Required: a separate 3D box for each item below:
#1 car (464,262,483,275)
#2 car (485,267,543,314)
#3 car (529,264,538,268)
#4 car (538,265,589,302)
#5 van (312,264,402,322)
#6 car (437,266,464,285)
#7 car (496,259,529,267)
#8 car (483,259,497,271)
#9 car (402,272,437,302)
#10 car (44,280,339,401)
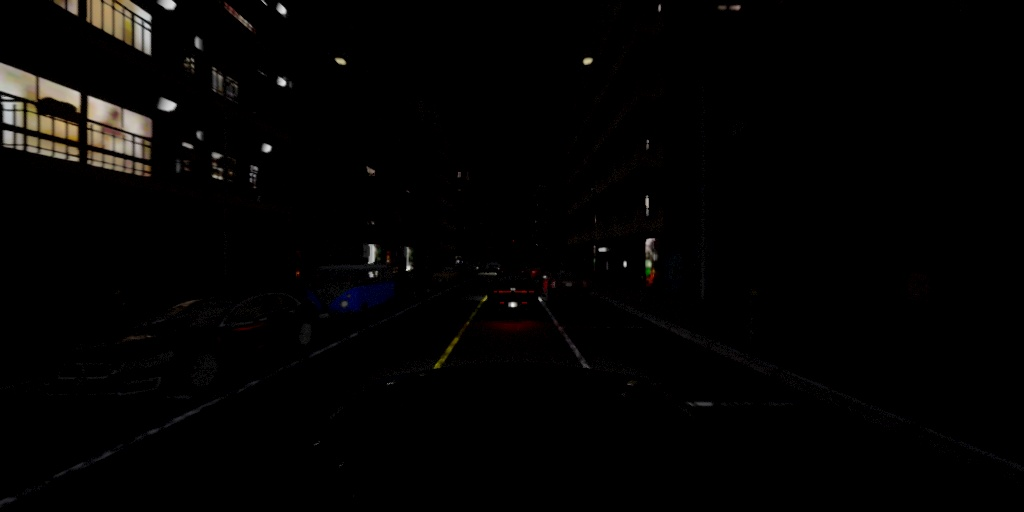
[{"bbox_3d":[-5.312,1.682,46.158,2.007,1.370,4.403,0,0,0],"label":"car"},{"bbox_3d":[0.048,1.364,14.273,1.837,1.490,4.892,0,0,1],"label":"car"},{"bbox_3d":[2.568,1.617,34.946,1.802,1.307,4.207,0,0,0],"label":"car"},{"bbox_3d":[2.566,1.329,17.954,1.967,1.591,4.097,0,0,0],"label":"car"},{"bbox_3d":[-5.315,1.181,12.250,1.690,1.789,3.998,0,0,0],"label":"van"},{"bbox_3d":[-5.314,1.512,29.034,1.751,1.417,4.829,0,0,0],"label":"car"},{"bbox_3d":[0.049,1.337,29.166,2.097,1.767,4.553,0,-1,0],"label":"car"},{"bbox_3d":[-2.820,1.424,54.260,2.150,2.045,5.566,0,-1,0],"label":"car"},{"bbox_3d":[-5.315,1.455,17.902,1.948,1.339,4.313,0,0,0],"label":"car"},{"bbox_3d":[-5.316,1.343,6.599,2.007,1.370,4.403,0,0,0],"label":"car"}]
